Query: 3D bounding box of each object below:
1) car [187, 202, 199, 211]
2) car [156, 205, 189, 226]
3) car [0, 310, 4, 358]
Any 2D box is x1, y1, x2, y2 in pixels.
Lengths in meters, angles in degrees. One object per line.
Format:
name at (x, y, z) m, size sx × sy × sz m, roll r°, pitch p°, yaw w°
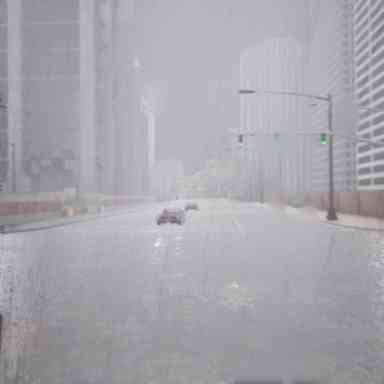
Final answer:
car at (-0.010, 2.240, 51.350) m, size 1.895 × 1.301 × 4.718 m, roll -1°, pitch -1°, yaw 4°
car at (-1.624, 1.959, 26.582) m, size 1.895 × 1.301 × 4.718 m, roll -1°, pitch -1°, yaw 4°
car at (-3.230, 1.574, 1.959) m, size 1.837 × 1.490 × 4.892 m, roll -1°, pitch -1°, yaw 4°
